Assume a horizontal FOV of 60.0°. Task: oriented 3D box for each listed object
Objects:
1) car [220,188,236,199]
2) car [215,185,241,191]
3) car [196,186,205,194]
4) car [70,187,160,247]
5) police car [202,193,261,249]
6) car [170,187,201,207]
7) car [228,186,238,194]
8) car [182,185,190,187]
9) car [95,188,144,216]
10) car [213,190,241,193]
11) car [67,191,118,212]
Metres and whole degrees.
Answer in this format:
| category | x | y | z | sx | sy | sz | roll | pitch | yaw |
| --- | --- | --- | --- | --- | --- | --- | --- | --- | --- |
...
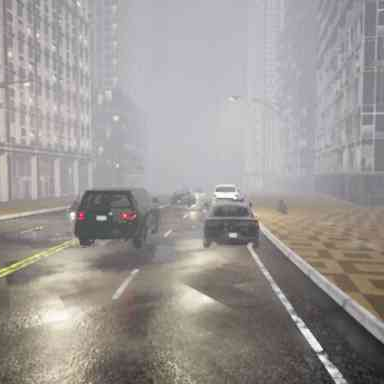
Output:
| category | x | y | z | sx | sy | sz | roll | pitch | yaw |
| --- | --- | --- | --- | --- | --- | --- | --- | --- | --- |
| car | 5.199 | 0.199 | 47.425 | 1.895 | 1.301 | 4.718 | 1 | 2 | 11 |
| car | 2.923 | 0.391 | 28.262 | 2.150 | 2.045 | 5.566 | 0 | 2 | 7 |
| car | 1.498 | -0.436 | 64.826 | 1.837 | 1.490 | 4.892 | 1 | 2 | 8 |
| car | -2.647 | 0.828 | 13.016 | 2.150 | 2.045 | 5.566 | 0 | 2 | 3 |
| police car | 1.419 | 1.045 | 12.823 | 1.930 | 1.638 | 5.238 | 0 | 2 | 4 |
| car | -0.767 | 0.560 | 31.186 | 2.128 | 1.511 | 4.902 | 0 | 2 | 8 |
| car | 8.091 | -0.477 | 65.667 | 1.882 | 1.535 | 5.008 | 0 | 2 | 7 |
| car | -1.302 | -0.722 | 68.574 | 2.097 | 1.767 | 4.553 | 0 | 2 | 7 |
| car | -5.111 | 0.619 | 24.210 | 2.097 | 1.767 | 4.553 | 0 | 2 | 6 |
| car | 2.230 | 0.864 | 22.432 | 1.812 | 1.442 | 4.674 | 0 | 2 | 6 |
| car | -8.033 | 0.705 | 27.568 | 2.033 | 1.411 | 5.357 | 0 | 2 | 7 |
